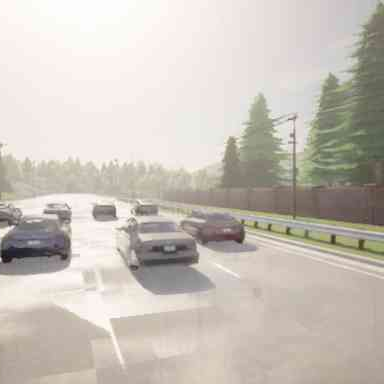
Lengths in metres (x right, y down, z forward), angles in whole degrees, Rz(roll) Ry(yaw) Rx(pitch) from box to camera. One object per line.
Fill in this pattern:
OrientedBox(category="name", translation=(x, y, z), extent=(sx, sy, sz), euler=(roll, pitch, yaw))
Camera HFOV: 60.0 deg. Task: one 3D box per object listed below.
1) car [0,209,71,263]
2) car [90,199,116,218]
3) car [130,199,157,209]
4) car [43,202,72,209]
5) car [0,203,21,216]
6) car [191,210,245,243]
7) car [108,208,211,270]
OrientedBox(category="car", translation=(-5.428, 1.508, 11.969), extent=(1.994, 1.385, 4.181), euler=(0, 0, -19))
OrientedBox(category="car", translation=(-7.676, 1.380, 28.712), extent=(2.128, 1.511, 4.902), euler=(0, 0, -19))
OrientedBox(category="car", translation=(-4.380, 1.387, 29.888), extent=(2.128, 1.511, 4.902), euler=(0, 0, -19))
OrientedBox(category="car", translation=(-9.742, 1.443, 24.014), extent=(2.033, 1.411, 5.357), euler=(0, 0, -19))
OrientedBox(category="car", translation=(-13.042, 1.436, 22.847), extent=(2.033, 1.411, 5.357), euler=(0, 0, -19))
OrientedBox(category="car", translation=(0.768, 1.518, 15.457), extent=(1.994, 1.385, 4.181), euler=(0, 0, -19))
OrientedBox(category="car", translation=(-1.402, 1.510, 11.055), extent=(2.033, 1.411, 5.357), euler=(0, 0, -19))
